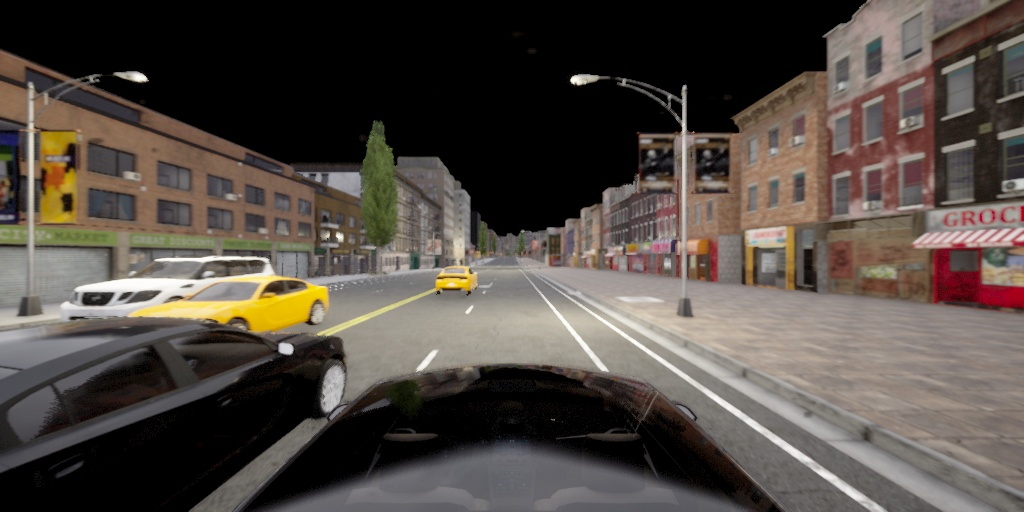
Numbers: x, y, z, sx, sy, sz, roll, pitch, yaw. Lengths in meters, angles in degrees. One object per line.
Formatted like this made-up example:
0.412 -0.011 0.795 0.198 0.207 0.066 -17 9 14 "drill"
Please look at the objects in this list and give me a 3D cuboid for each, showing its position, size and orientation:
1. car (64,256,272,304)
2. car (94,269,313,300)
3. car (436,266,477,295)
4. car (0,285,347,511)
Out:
-9.827 1.010 11.144 2.150 2.045 5.566 0 0 0 "car"
-6.582 1.252 9.001 1.882 1.535 5.008 0 0 0 "car"
-3.154 1.359 21.122 1.882 1.535 5.008 0 -1 0 "car"
-3.152 1.230 2.864 1.882 1.535 5.008 0 0 0 "car"
